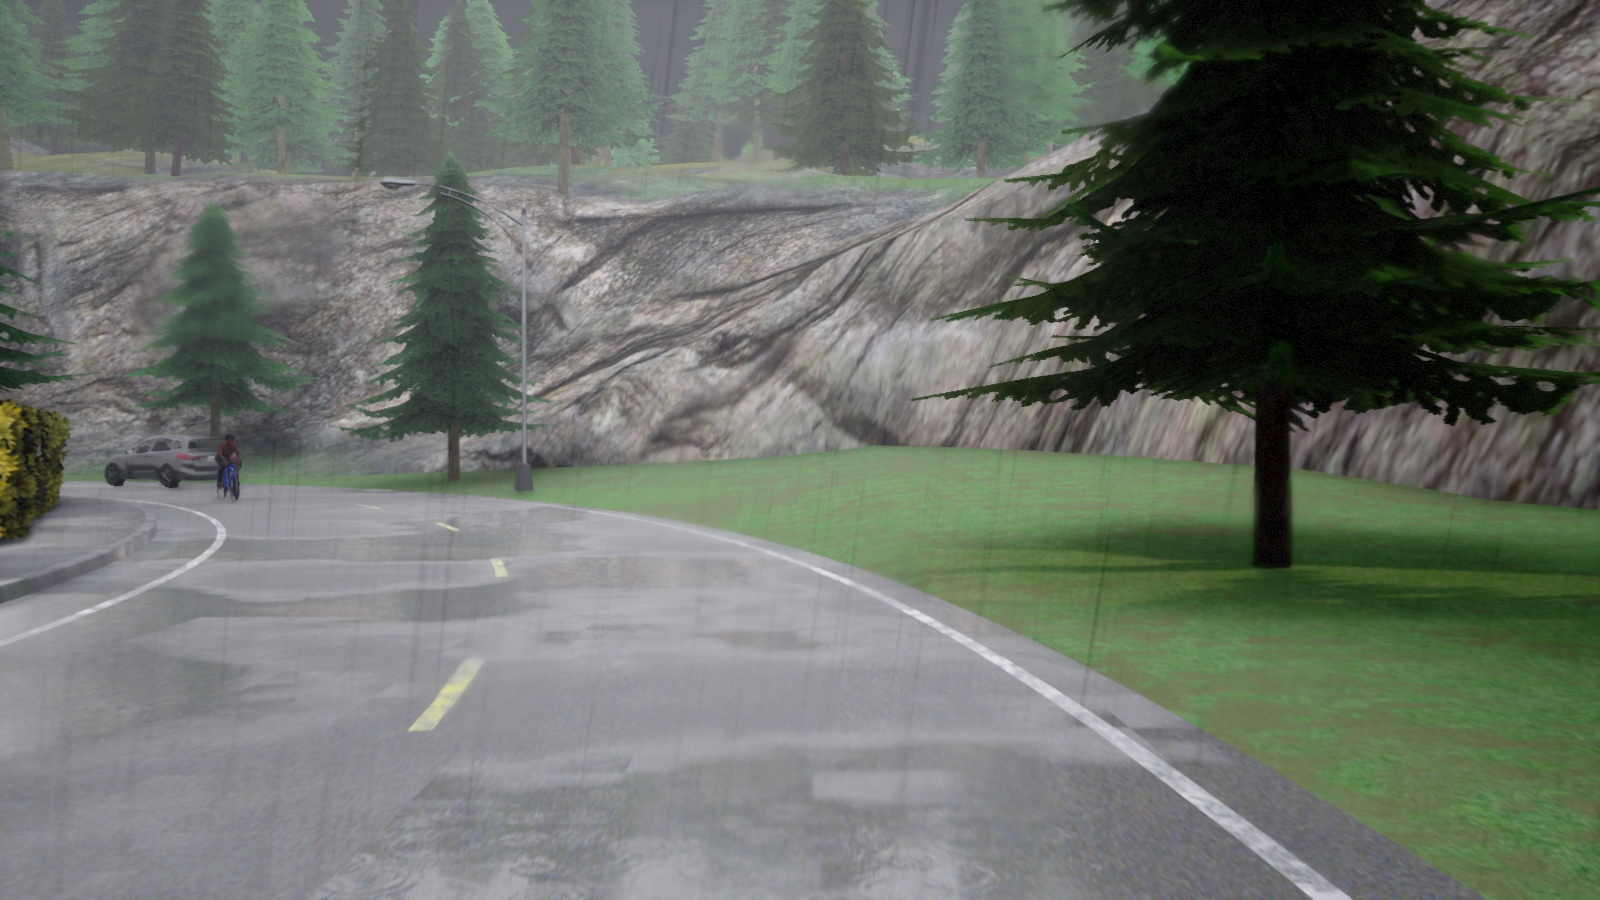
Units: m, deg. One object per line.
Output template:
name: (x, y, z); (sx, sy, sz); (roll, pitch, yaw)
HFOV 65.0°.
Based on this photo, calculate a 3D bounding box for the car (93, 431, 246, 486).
car: (-20.016, 0.233, 39.854); (4.611, 1.667, 2.242); (0, 0, 31)

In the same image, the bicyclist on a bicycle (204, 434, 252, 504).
bicyclist on a bicycle: (-13.754, 0.430, 30.195); (0.582, 1.620, 1.656); (-1, 1, -41)
